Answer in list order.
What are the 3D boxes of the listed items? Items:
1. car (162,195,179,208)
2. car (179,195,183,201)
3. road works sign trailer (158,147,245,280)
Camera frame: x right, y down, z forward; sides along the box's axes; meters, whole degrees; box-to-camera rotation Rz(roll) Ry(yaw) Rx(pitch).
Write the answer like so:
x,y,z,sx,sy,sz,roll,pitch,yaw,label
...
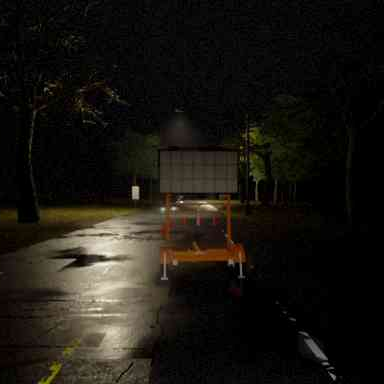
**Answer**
x,y,z,sx,sy,sz,roll,pitch,yaw,label
-3.481,1.542,50.479,1.882,1.535,5.008,0,0,0,car
-3.298,1.678,89.386,2.128,1.511,4.902,0,0,0,car
0.183,0.462,10.004,2.380,3.560,2.880,0,0,-5,road works sign trailer
